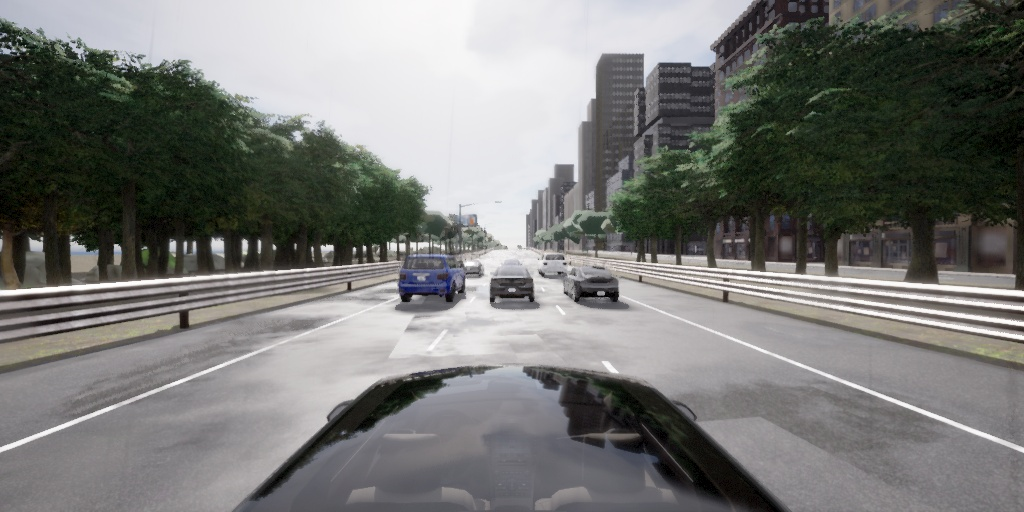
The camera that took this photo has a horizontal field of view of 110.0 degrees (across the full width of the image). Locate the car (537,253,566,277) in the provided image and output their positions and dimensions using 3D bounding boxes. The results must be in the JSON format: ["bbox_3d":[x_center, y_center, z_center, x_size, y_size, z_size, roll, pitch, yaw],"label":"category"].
[{"bbox_3d":[3.500,0.743,31.515,2.150,2.045,5.566,0,1,0],"label":"car"}]

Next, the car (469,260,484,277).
[{"bbox_3d":[-3.500,1.050,31.490,2.033,1.411,5.357,0,1,0],"label":"car"}]

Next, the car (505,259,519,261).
[{"bbox_3d":[0.001,1.019,31.489,1.812,1.442,4.674,0,1,0],"label":"car"}]

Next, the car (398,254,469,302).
[{"bbox_3d":[-3.500,0.937,16.522,2.150,2.045,5.566,0,1,0],"label":"car"}]

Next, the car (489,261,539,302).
[{"bbox_3d":[0.000,1.164,16.495,1.882,1.535,5.008,0,1,0],"label":"car"}]

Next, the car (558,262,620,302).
[{"bbox_3d":[3.500,1.196,16.495,1.837,1.490,4.892,0,1,0],"label":"car"}]
